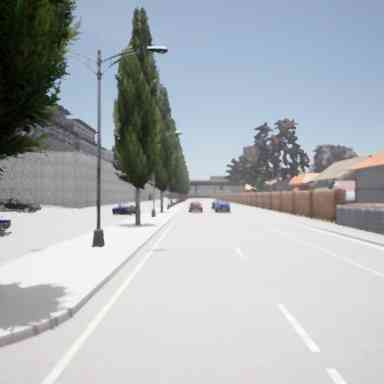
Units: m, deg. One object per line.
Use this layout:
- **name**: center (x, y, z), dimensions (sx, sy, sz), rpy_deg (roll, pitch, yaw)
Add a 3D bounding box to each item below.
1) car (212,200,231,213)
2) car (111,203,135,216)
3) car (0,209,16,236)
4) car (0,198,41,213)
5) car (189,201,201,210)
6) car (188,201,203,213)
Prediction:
- **car**: center (3.987, 1.912, 43.871), dimensions (1.882, 1.535, 5.008), rpy_deg (0, -1, 1)
- **car**: center (-7.691, 1.937, 37.627), dimensions (1.895, 1.301, 4.718), rpy_deg (1, -1, 1)
- **car**: center (-11.409, 1.754, 17.039), dimensions (1.895, 1.301, 4.718), rpy_deg (0, -1, 1)
- **car**: center (-19.862, 1.480, 38.242), dimensions (4.892, 1.490, 1.837), rpy_deg (4, -1, 3)
- **car**: center (0.529, 2.123, 53.277), dimensions (1.895, 1.301, 4.718), rpy_deg (0, -1, 1)
- **car**: center (0.502, 1.960, 44.291), dimensions (1.812, 1.442, 4.674), rpy_deg (0, -1, 1)
